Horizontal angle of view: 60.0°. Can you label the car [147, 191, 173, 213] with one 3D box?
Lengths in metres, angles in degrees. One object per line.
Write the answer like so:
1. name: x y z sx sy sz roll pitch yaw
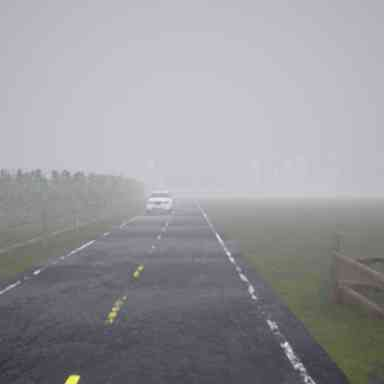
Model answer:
1. car: -3.083 0.932 32.537 2.150 2.045 5.566 0 0 -1
